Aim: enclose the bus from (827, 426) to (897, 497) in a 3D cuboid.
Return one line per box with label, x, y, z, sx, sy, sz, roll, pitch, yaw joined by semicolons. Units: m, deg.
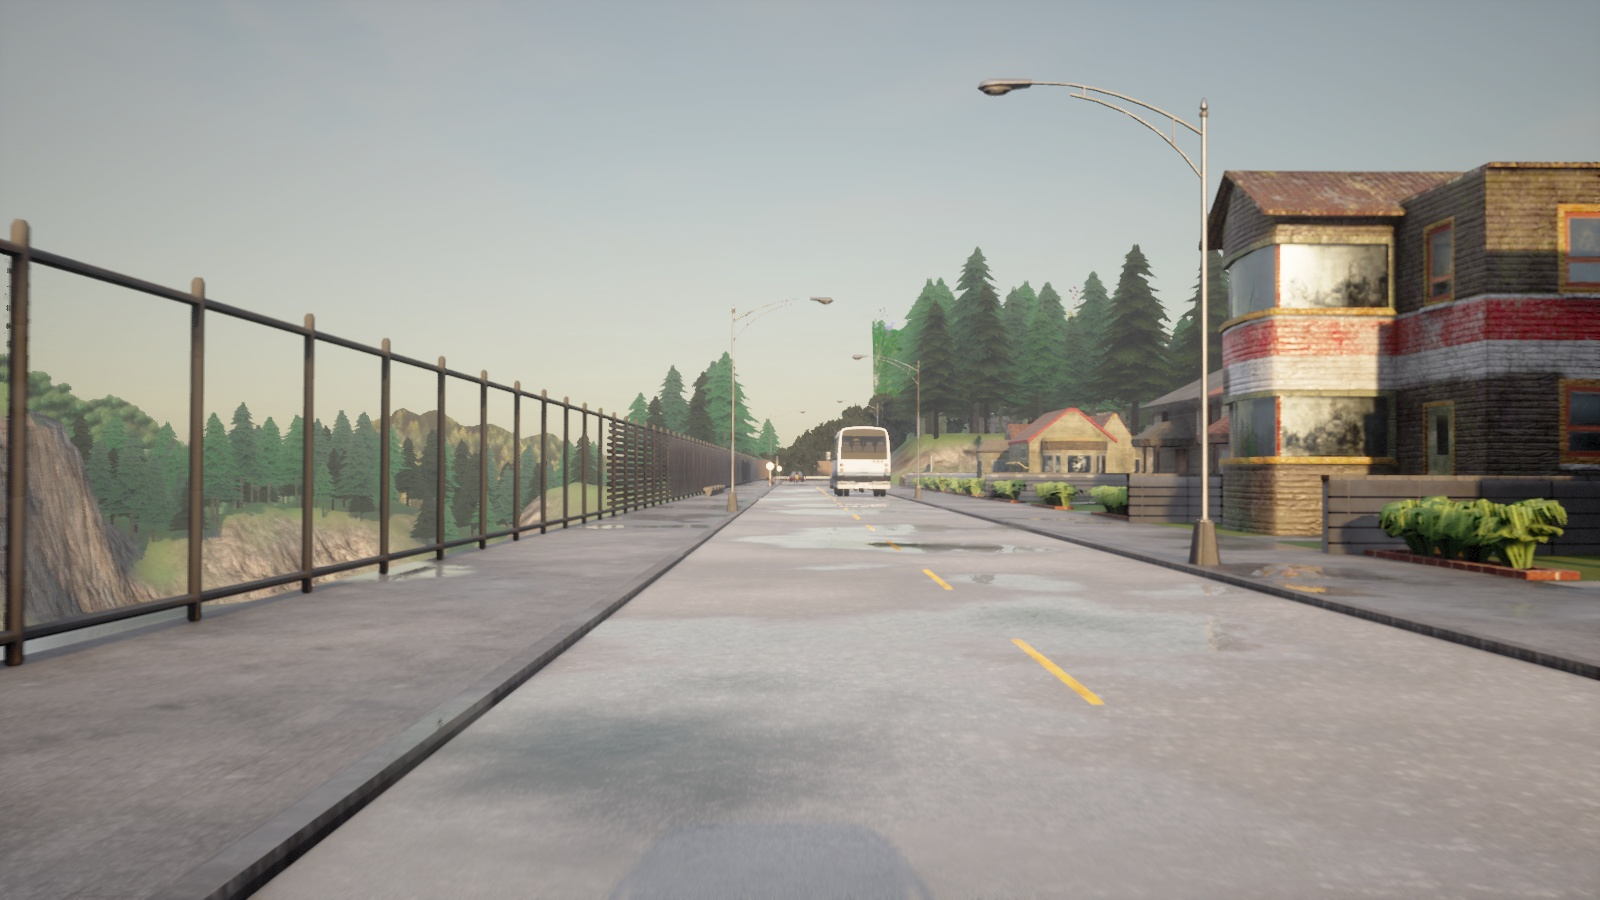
bus;3.800;0.769;80.386;3.944;4.253;10.273;0;-1;0
